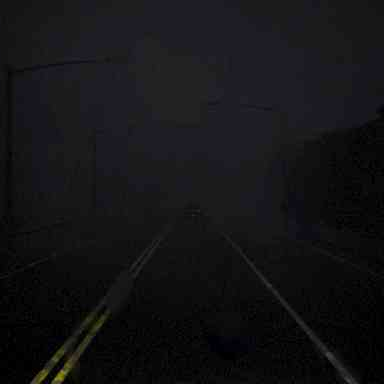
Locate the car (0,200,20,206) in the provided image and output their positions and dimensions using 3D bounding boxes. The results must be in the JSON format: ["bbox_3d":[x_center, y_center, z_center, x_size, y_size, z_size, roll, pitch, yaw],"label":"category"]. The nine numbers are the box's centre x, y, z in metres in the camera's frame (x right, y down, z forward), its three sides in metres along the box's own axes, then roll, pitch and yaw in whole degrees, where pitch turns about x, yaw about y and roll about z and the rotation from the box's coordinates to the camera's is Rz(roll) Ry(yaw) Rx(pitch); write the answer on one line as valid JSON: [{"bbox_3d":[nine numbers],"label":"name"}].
[{"bbox_3d":[-45.981,2.817,83.031,3.806,1.475,1.970,-1,-1,-1],"label":"car"}]

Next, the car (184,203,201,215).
[{"bbox_3d":[0.099,2.083,42.205,1.994,1.385,4.181,0,-1,0],"label":"car"}]

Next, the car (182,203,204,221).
[{"bbox_3d":[0.105,1.879,31.435,2.128,1.511,4.902,0,-1,0],"label":"car"}]
